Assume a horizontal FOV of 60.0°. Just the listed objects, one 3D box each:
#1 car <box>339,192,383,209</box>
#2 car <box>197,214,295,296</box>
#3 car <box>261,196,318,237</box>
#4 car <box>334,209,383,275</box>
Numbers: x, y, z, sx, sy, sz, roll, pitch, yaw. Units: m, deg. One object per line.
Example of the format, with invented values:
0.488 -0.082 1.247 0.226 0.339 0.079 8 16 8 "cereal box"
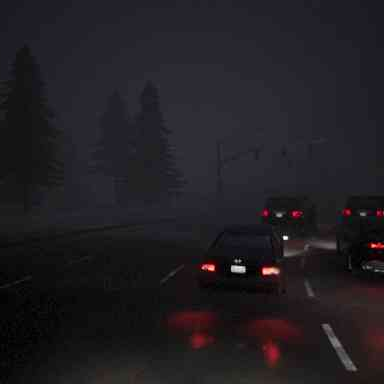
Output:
10.012 1.208 18.803 2.150 2.045 5.566 0 0 34 "car"
1.533 1.542 8.883 2.033 1.411 5.357 0 0 15 "car"
5.466 1.210 18.333 2.150 2.045 5.566 0 0 28 "car"
5.598 1.497 10.151 1.837 1.490 4.892 0 0 18 "car"
